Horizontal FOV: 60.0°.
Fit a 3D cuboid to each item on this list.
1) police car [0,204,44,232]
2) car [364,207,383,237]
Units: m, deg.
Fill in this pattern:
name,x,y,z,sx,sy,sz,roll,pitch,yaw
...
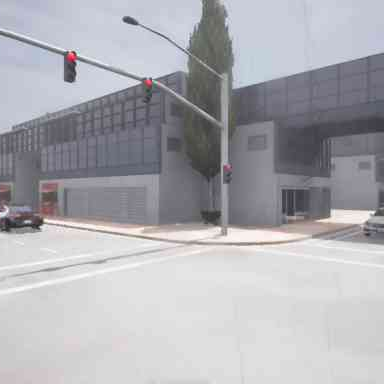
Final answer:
name,x,y,z,sx,sy,sz,roll,pitch,yaw
police car,-10.952,1.509,20.232,4.974,1.542,2.038,0,0,43
car,10.493,1.526,17.414,1.812,1.442,4.674,0,0,42
